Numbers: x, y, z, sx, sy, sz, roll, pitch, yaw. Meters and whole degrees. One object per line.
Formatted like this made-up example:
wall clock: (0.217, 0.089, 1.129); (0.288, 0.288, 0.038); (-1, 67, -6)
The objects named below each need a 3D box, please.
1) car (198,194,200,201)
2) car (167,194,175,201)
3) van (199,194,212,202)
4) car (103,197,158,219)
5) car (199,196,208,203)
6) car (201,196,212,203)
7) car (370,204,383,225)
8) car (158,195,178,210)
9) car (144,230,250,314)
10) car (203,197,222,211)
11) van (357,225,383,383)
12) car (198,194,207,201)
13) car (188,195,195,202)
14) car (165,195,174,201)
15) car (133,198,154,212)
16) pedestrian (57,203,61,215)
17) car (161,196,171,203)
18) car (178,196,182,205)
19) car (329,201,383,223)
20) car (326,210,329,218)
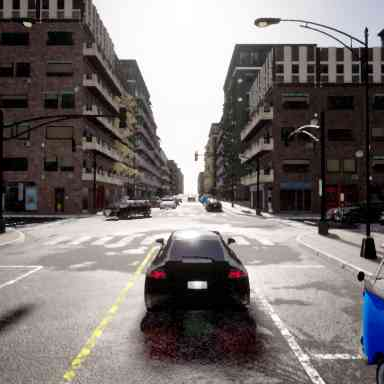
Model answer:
car: (2.616, 1.552, 68.445); (1.752, 1.417, 4.829); (1, 0, 0)
car: (-5.791, 1.480, 90.836); (1.967, 1.590, 4.097); (1, 0, 0)
van: (2.634, 1.362, 56.990); (1.690, 1.788, 3.998); (1, 0, 0)
car: (-5.553, 1.505, 29.133); (2.128, 1.511, 4.902); (1, 0, 32)
car: (2.608, 1.612, 73.918); (1.802, 1.307, 4.206); (1, 0, 0)
car: (2.645, 1.567, 45.705); (2.008, 1.369, 4.403); (1, 0, 0)
car: (13.513, 1.583, 19.880); (4.313, 1.339, 1.947); (0, -1, 1)
car: (-3.151, 1.541, 44.244); (1.812, 1.442, 4.674); (0, 0, 0)
car: (0.091, 1.566, 7.719); (1.994, 1.385, 4.181); (0, 0, 0)
car: (2.652, 1.580, 40.062); (1.947, 1.339, 4.313); (1, 0, 0)
van: (2.671, 1.342, 2.116); (1.690, 1.788, 3.998); (1, 0, 0)
car: (2.598, 1.351, 85.203); (2.192, 1.841, 5.009); (1, 0, 0)
car: (-0.103, 1.559, 80.594); (2.128, 1.511, 4.902); (0, 0, 0)
car: (-5.786, 1.587, 85.192); (2.008, 1.369, 4.403); (1, 0, 0)
car: (-5.727, 1.539, 39.881); (1.752, 1.417, 4.829); (1, 0, 0)
pedestrian: (-12.579, 1.597, 31.478); (0.500, 1.100, 0.500); (0, -1, 1)
car: (-5.771, 1.574, 73.907); (1.887, 1.381, 4.507); (1, 0, 0)
car: (-3.156, 1.622, 57.373); (1.895, 1.301, 4.718); (0, 0, 0)
car: (13.501, 1.473, 25.672); (4.553, 1.767, 2.097); (0, -1, 1)
car: (13.606, 1.608, 28.261); (4.097, 1.590, 1.967); (0, -1, 1)
